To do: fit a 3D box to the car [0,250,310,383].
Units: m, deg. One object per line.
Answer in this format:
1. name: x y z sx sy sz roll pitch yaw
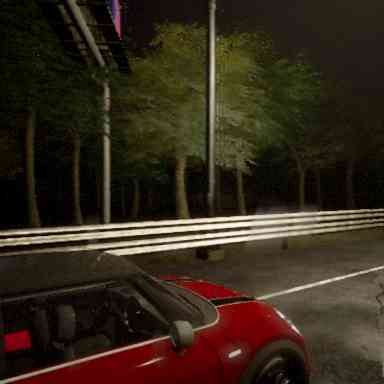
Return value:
1. car: -0.994 1.348 2.993 4.553 1.767 2.097 0 0 -35
